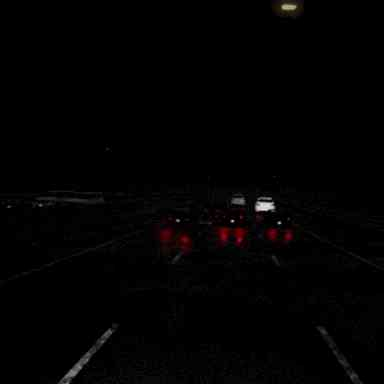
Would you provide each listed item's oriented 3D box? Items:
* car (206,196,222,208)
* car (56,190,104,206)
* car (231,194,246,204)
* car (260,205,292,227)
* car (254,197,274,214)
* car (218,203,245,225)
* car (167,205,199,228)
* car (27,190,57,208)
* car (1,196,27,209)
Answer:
[{"bbox_3d":[3.354,1.475,50.306,2.097,1.767,4.553,2,1,9],"label":"car"},{"bbox_3d":[-10.255,0.993,31.766,2.150,2.045,5.566,2,0,8],"label":"car"},{"bbox_3d":[7.769,1.449,55.739,2.150,2.045,5.566,2,0,10],"label":"car"},{"bbox_3d":[6.924,2.033,27.206,1.895,1.301,4.718,2,0,8],"label":"car"},{"bbox_3d":[8.927,1.638,41.068,2.150,2.045,5.566,2,1,10],"label":"car"},{"bbox_3d":[3.392,1.901,27.210,1.895,1.301,4.718,2,0,8],"label":"car"},{"bbox_3d":[-0.579,1.675,23.835,1.812,1.442,4.674,2,0,8],"label":"car"},{"bbox_3d":[-13.557,0.863,33.382,2.150,2.045,5.566,2,0,8],"label":"car"},{"bbox_3d":[-17.038,1.110,33.841,1.895,1.301,4.718,2,0,8],"label":"car"}]
